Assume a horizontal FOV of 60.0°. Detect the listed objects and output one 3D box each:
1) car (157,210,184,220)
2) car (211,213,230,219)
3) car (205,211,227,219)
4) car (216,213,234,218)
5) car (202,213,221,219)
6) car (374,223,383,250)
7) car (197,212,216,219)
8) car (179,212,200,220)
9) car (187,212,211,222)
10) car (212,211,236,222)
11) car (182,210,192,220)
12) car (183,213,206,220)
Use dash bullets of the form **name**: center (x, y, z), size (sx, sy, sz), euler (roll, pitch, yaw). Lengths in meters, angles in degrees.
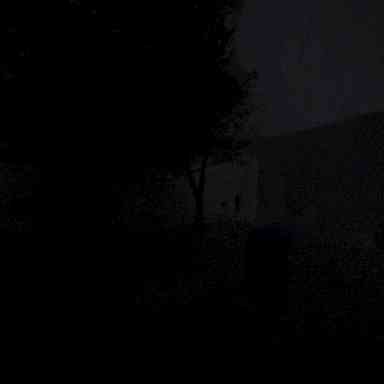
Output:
- **car**: center (-4.774, 5.031, 68.740), size (4.892, 1.521, 2.231), euler (0, -4, 7)
- **car**: center (7.951, 6.602, 92.236), size (4.892, 1.521, 2.231), euler (0, -3, 9)
- **car**: center (6.470, 6.211, 89.654), size (5.566, 2.045, 2.435), euler (0, -3, 9)
- **car**: center (9.429, 6.727, 94.809), size (5.008, 1.535, 2.097), euler (0, -3, 10)
- **car**: center (5.021, 6.343, 87.045), size (4.792, 1.488, 2.163), euler (0, -3, 9)
- **car**: center (9.129, 1.713, 13.804), size (2.097, 1.767, 4.553), euler (0, -3, 17)
- **car**: center (3.645, 6.030, 84.449), size (4.553, 1.767, 2.185), euler (0, -3, 9)
- **car**: center (-0.659, 5.493, 76.629), size (4.553, 1.767, 2.185), euler (0, -4, 8)
- **car**: center (1.315, 4.634, 58.792), size (1.994, 1.385, 4.181), euler (0, -4, 22)
- **car**: center (6.102, 4.911, 62.539), size (2.128, 1.511, 4.902), euler (0, -4, 26)
- **car**: center (-3.431, 4.975, 71.390), size (5.566, 2.045, 2.435), euler (0, -4, 7)
- **car**: center (0.586, 5.804, 79.246), size (5.366, 1.575, 1.946), euler (0, -3, 8)
